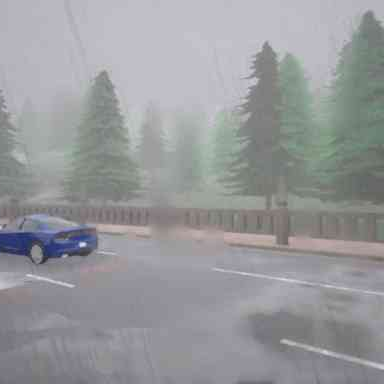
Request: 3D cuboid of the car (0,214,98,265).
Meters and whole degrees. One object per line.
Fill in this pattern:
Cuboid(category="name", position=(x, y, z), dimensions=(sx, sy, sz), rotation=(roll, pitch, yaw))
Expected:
Cuboid(category="car", position=(-5.593, 1.553, 12.052), dimensions=(5.008, 1.535, 1.882), rotation=(0, 0, 33))
